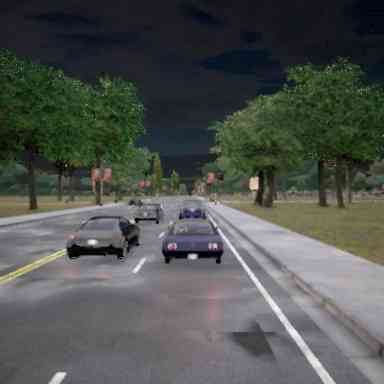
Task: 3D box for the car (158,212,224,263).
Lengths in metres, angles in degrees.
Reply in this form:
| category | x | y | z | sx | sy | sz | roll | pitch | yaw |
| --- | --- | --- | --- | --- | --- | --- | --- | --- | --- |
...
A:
| category | x | y | z | sx | sy | sz | roll | pitch | yaw |
| --- | --- | --- | --- | --- | --- | --- | --- | --- | --- |
| car | 0.041 | 1.631 | 12.053 | 1.895 | 1.301 | 4.718 | 0 | 0 | 0 |

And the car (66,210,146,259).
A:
| category | x | y | z | sx | sy | sz | roll | pitch | yaw |
| --- | --- | --- | --- | --- | --- | --- | --- | --- | --- |
| car | -3.202 | 1.597 | 12.796 | 1.994 | 1.385 | 4.181 | 0 | 0 | 1 |

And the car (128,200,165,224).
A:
| category | x | y | z | sx | sy | sz | roll | pitch | yaw |
| --- | --- | --- | --- | --- | --- | --- | --- | --- | --- |
| car | -3.218 | 1.617 | 25.481 | 2.033 | 1.411 | 5.357 | 0 | 0 | 0 |

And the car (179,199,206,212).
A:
| category | x | y | z | sx | sy | sz | roll | pitch | yaw |
| --- | --- | --- | --- | --- | --- | --- | --- | --- | --- |
| car | 0.053 | 1.428 | 27.598 | 2.097 | 1.767 | 4.553 | 0 | 0 | 0 |

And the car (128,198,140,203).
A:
| category | x | y | z | sx | sy | sz | roll | pitch | yaw |
| --- | --- | --- | --- | --- | --- | --- | --- | --- | --- |
| car | -9.778 | 1.768 | 57.283 | 1.994 | 1.385 | 4.181 | 0 | 0 | 0 |
